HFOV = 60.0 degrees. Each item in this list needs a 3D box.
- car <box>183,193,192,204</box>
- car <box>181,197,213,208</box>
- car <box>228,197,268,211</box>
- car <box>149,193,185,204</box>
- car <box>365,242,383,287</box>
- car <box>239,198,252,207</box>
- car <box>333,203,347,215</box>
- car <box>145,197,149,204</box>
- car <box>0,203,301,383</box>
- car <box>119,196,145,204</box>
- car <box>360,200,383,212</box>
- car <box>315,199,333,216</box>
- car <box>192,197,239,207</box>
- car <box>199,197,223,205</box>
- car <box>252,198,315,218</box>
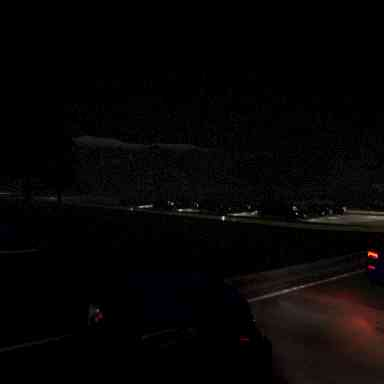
[{"bbox_3d":[-1.196,1.219,47.224,2.150,2.045,5.566,0,0,-36],"label":"car"},{"bbox_3d":[0.732,1.544,50.521,2.033,1.411,5.357,0,0,-36],"label":"car"},{"bbox_3d":[6.954,1.488,41.974,2.128,1.511,4.902,0,0,-36],"label":"car"},{"bbox_3d":[-3.436,1.349,44.350,2.097,1.767,4.553,0,0,-36],"label":"car"},{"bbox_3d":[6.006,1.525,8.047,4.674,1.442,1.812,0,0,-35],"label":"car"},{"bbox_3d":[4.910,1.489,38.839,2.128,1.511,4.902,0,0,-36],"label":"car"},{"bbox_3d":[13.088,1.488,33.583,2.128,1.511,4.902,0,0,-36],"label":"car"},{"bbox_3d":[-8.036,1.561,56.772,1.994,1.385,4.181,0,0,-35],"label":"car"},{"bbox_3d":[-1.888,1.222,2.399,5.566,2.045,2.150,0,0,-35],"label":"car"},{"bbox_3d":[-10.026,1.475,53.525,1.882,1.535,5.008,0,1,-35],"label":"car"},{"bbox_3d":[21.097,1.487,36.520,2.128,1.511,4.902,0,0,-36],"label":"car"},{"bbox_3d":[10.373,1.598,31.364,1.895,1.301,4.718,0,0,-36],"label":"car"},{"bbox_3d":[2.468,1.502,36.249,1.837,1.490,4.892,0,0,-36],"label":"car"},{"bbox_3d":[3.441,1.596,60.758,1.895,1.301,4.718,0,0,-36],"label":"car"},{"bbox_3d":[7.864,1.349,28.869,2.097,1.767,4.553,0,0,-36],"label":"car"}]
